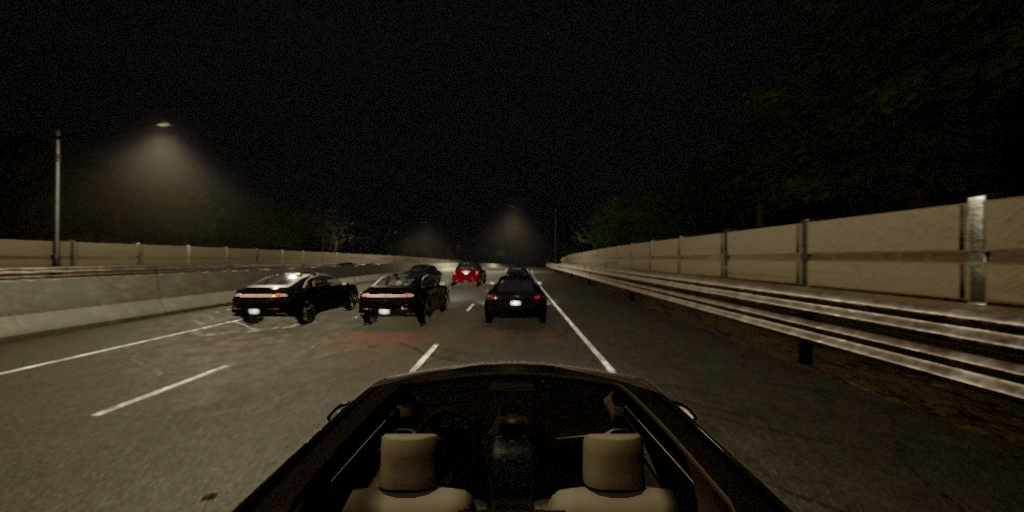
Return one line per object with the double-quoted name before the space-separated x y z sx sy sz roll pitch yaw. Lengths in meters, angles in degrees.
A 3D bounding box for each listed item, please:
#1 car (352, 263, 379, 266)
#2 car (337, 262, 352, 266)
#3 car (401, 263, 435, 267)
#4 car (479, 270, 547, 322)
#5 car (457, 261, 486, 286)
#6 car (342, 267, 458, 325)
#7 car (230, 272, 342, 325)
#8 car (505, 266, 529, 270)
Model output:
"car" -20.015 1.707 50.829 2.033 1.411 5.357 0 -1 3
"car" -23.506 1.665 50.997 1.837 1.490 4.892 0 -1 3
"car" -6.623 1.397 27.370 1.837 1.490 4.892 0 0 2
"car" 0.138 1.370 12.588 1.994 1.385 4.181 0 0 1
"car" -3.134 1.240 26.943 2.097 1.767 4.553 0 0 2
"car" -3.372 1.291 11.998 2.128 1.511 4.902 0 0 1
"car" -6.872 1.290 12.030 2.128 1.511 4.902 0 0 1
"car" 0.389 1.459 27.688 1.994 1.385 4.181 0 0 2
